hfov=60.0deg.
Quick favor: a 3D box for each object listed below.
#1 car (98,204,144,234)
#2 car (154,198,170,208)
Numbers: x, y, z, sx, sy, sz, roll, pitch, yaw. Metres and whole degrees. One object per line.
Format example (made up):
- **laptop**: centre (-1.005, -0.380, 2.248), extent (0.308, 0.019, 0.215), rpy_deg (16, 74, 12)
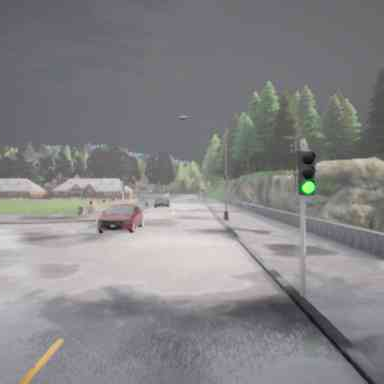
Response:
- **car**: centre (-3.995, 1.436, 19.273), extent (1.882, 1.535, 5.008), rpy_deg (0, 0, 0)
- **car**: centre (-3.985, 1.448, 44.774), extent (1.994, 1.385, 4.181), rpy_deg (0, 0, 0)
